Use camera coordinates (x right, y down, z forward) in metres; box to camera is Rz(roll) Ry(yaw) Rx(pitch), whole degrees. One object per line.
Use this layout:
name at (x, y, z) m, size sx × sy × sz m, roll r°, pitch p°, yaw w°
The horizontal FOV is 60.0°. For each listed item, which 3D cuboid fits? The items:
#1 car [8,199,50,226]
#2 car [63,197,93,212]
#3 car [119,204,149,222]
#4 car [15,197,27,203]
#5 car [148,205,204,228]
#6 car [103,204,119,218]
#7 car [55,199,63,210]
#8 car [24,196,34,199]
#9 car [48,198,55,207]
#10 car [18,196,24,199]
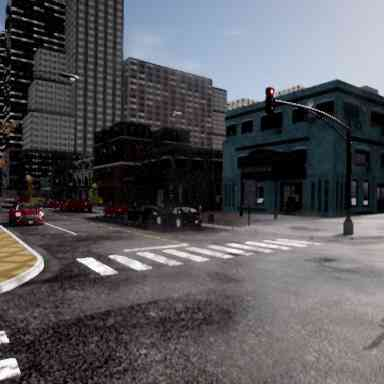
car at (-11.763, 1.489, 23.582) m, size 1.967 × 1.590 × 4.097 m, roll 1°, pitch -1°, yaw -35°
car at (-14.190, 1.565, 42.166) m, size 2.192 × 1.841 × 5.009 m, roll 1°, pitch -1°, yaw -35°
car at (-4.061, 1.733, 27.632) m, size 1.947 × 1.339 × 4.313 m, roll 1°, pitch -1°, yaw -35°
car at (-42.724, 2.042, 83.172) m, size 2.008 × 1.369 × 4.403 m, roll 1°, pitch -1°, yaw -35°
car at (-0.938, 1.692, 23.127) m, size 2.008 × 1.369 × 4.403 m, roll 1°, pitch -1°, yaw -35°
car at (-7.184, 1.774, 32.135) m, size 1.802 × 1.307 × 4.206 m, roll 1°, pitch -1°, yaw -35°
car at (-17.381, 1.716, 46.708) m, size 1.967 × 1.590 × 4.097 m, roll 1°, pitch -1°, yaw -35°
car at (-33.332, 1.935, 69.626) m, size 1.752 × 1.417 × 4.829 m, roll 1°, pitch -1°, yaw -35°
car at (-23.747, 1.769, 55.801) m, size 1.967 × 1.590 × 4.097 m, roll 1°, pitch -1°, yaw -35°
car at (-39.560, 1.779, 78.612) m, size 2.192 × 1.841 × 5.009 m, roll 1°, pitch -1°, yaw -35°
